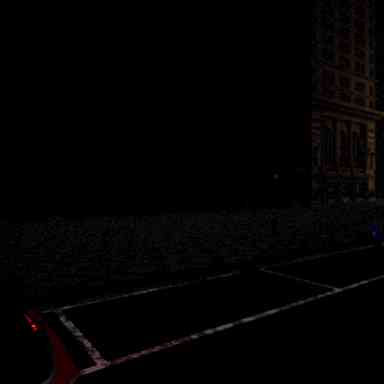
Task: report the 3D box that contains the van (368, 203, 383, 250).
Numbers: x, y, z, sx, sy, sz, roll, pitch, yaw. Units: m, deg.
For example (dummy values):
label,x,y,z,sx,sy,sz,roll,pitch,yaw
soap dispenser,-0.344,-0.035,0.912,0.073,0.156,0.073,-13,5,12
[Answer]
label,x,y,z,sx,sy,sz,roll,pitch,yaw
van,8.319,1.249,12.581,3.998,1.788,1.690,0,0,-35

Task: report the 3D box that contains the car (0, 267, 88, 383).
label,x,y,z,sx,sy,sz,roll,pitch,yaw
car,-2.762,1.362,1.408,4.553,1.767,2.097,0,0,-35
